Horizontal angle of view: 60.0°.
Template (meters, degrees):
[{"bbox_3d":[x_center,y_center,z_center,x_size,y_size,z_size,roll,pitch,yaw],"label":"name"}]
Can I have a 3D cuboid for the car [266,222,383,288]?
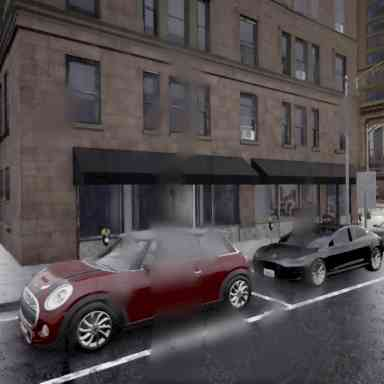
[{"bbox_3d":[3.615,1.564,9.241,4.313,1.339,1.947,0,-1,-36],"label":"car"}]

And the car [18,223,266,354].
[{"bbox_3d":[-0.867,1.440,6.043,4.097,1.590,1.967,0,-1,-36],"label":"car"}]
